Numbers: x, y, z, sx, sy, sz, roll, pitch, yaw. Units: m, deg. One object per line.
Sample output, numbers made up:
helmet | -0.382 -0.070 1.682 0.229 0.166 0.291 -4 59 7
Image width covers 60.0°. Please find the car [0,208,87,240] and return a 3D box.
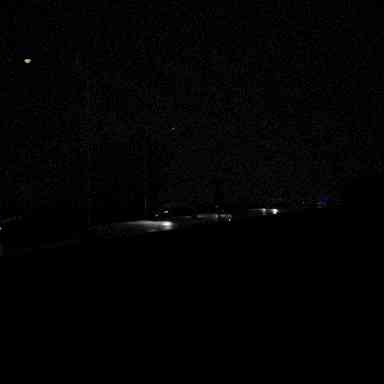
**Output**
car | -7.927 1.539 17.466 2.033 1.411 5.357 -1 -1 33

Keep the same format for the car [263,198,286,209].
car | 11.079 1.489 44.563 1.812 1.442 4.674 -1 -1 36

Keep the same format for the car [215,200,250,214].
car | 4.325 1.551 35.059 1.895 1.301 4.718 -1 -1 35

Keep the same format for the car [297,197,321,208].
car | 16.356 1.497 47.003 1.994 1.385 4.181 -1 -1 35

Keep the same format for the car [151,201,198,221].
car | -1.327 1.493 27.072 1.812 1.442 4.674 -1 -1 35

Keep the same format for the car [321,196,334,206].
car | 22.073 1.476 55.112 1.882 1.535 5.008 -1 -1 35

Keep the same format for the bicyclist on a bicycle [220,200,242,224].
bicyclist on a bicycle | 2.583 1.344 22.234 1.656 1.620 0.582 0 0 35
